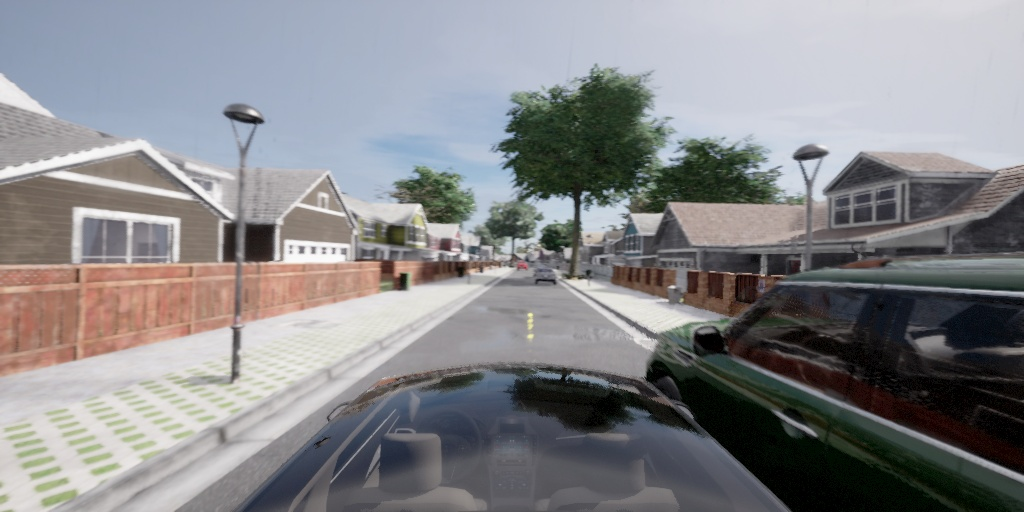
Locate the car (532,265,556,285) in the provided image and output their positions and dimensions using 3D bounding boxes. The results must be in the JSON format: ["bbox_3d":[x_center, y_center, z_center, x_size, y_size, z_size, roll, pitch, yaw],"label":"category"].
[{"bbox_3d":[2.913,1.737,31.640,2.033,1.411,5.357,2,-1,4],"label":"car"}]

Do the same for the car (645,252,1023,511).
[{"bbox_3d":[2.439,0.964,1.628,2.150,2.045,5.566,-3,-1,2],"label":"car"}]

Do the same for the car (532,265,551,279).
[{"bbox_3d":[3.470,1.851,43.437,2.128,1.511,4.902,2,-1,3],"label":"car"}]
